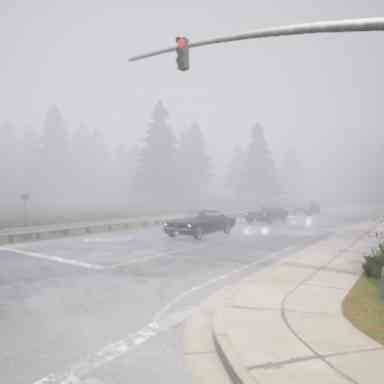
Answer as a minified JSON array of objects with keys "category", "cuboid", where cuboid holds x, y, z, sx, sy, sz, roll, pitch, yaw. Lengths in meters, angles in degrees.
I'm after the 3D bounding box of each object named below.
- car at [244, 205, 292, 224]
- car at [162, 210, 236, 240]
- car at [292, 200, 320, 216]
[{"category":"car","cuboid":[5.762,1.677,25.556,1.895,1.301,4.718,-1,0,35]},{"category":"car","cuboid":[0.487,1.680,17.899,1.895,1.301,4.718,-1,0,35]},{"category":"car","cuboid":[11.710,1.598,34.044,1.812,1.442,4.674,-1,0,36]}]
